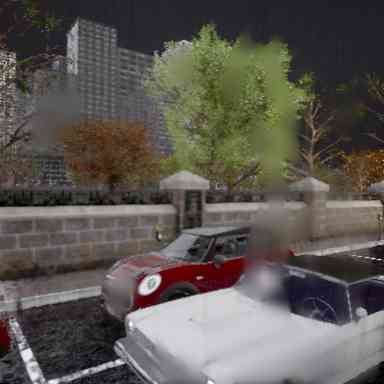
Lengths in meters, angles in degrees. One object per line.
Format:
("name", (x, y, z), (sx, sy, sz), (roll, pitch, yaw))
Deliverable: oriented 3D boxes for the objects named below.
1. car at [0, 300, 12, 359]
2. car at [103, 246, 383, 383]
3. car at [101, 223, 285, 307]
("car", (-4.304, 1.431, 3.487), (4.097, 1.590, 1.967), (0, 0, -35))
("car", (1.474, 1.622, 4.427), (4.718, 1.301, 1.895), (0, 0, -35))
("car", (0.280, 1.463, 6.754), (4.097, 1.590, 1.967), (0, 0, -35))
